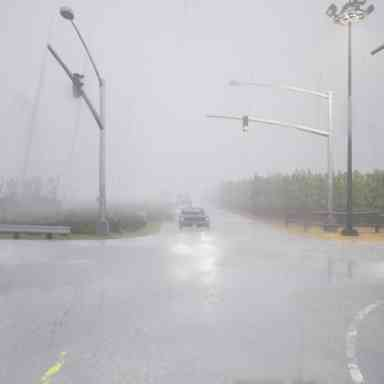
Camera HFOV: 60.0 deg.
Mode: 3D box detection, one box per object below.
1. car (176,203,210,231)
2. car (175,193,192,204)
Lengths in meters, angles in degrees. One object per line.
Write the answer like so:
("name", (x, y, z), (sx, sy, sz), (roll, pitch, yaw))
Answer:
("car", (0.060, 1.634, 21.164), (1.895, 1.301, 4.718), (0, 0, -3))
("car", (-1.200, 1.106, 46.334), (2.150, 2.045, 5.566), (0, 0, -3))
